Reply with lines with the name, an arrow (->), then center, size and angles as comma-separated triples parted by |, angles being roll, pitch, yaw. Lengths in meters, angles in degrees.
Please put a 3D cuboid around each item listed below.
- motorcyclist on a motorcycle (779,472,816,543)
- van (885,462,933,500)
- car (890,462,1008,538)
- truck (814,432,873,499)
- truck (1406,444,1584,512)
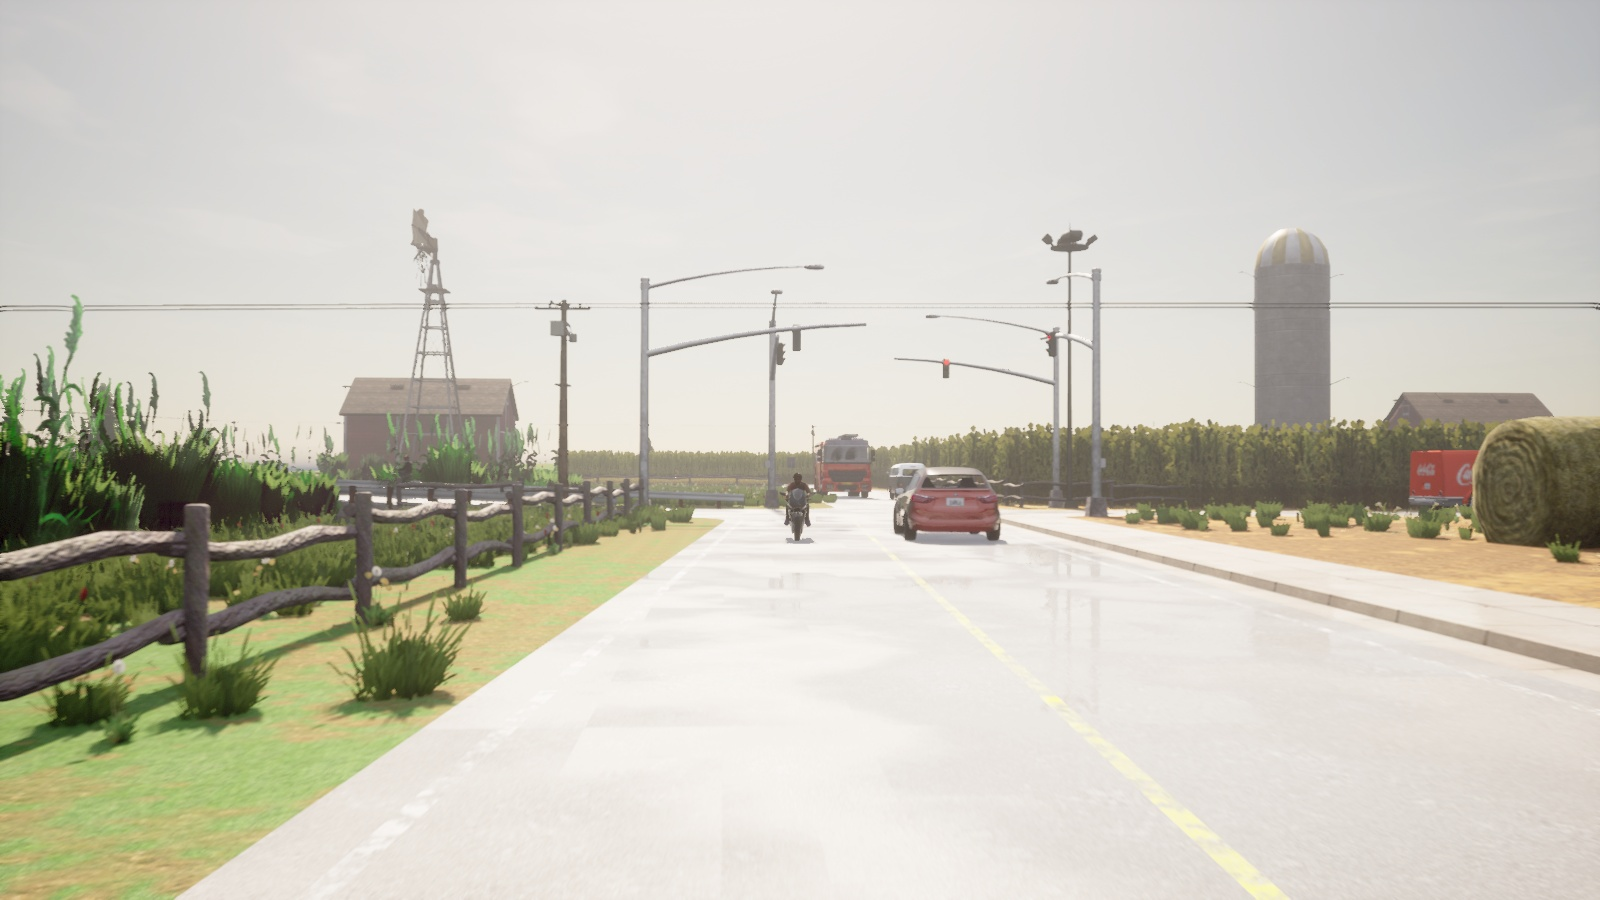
motorcyclist on a motorcycle -> -0.047, 1.270, 28.321 | 0.797, 1.523, 2.044 | 0, -1, 0
van -> 6.011, 1.716, 69.822 | 2.069, 2.038, 4.480 | 0, -1, -3
car -> 3.452, 1.147, 30.030 | 2.242, 1.667, 4.611 | 0, -1, 0
truck -> 2.563, 0.955, 76.601 | 2.891, 3.827, 8.468 | 0, -1, -3
truck -> 25.957, 1.045, 47.049 | 5.204, 2.467, 2.627 | 0, -1, -3
